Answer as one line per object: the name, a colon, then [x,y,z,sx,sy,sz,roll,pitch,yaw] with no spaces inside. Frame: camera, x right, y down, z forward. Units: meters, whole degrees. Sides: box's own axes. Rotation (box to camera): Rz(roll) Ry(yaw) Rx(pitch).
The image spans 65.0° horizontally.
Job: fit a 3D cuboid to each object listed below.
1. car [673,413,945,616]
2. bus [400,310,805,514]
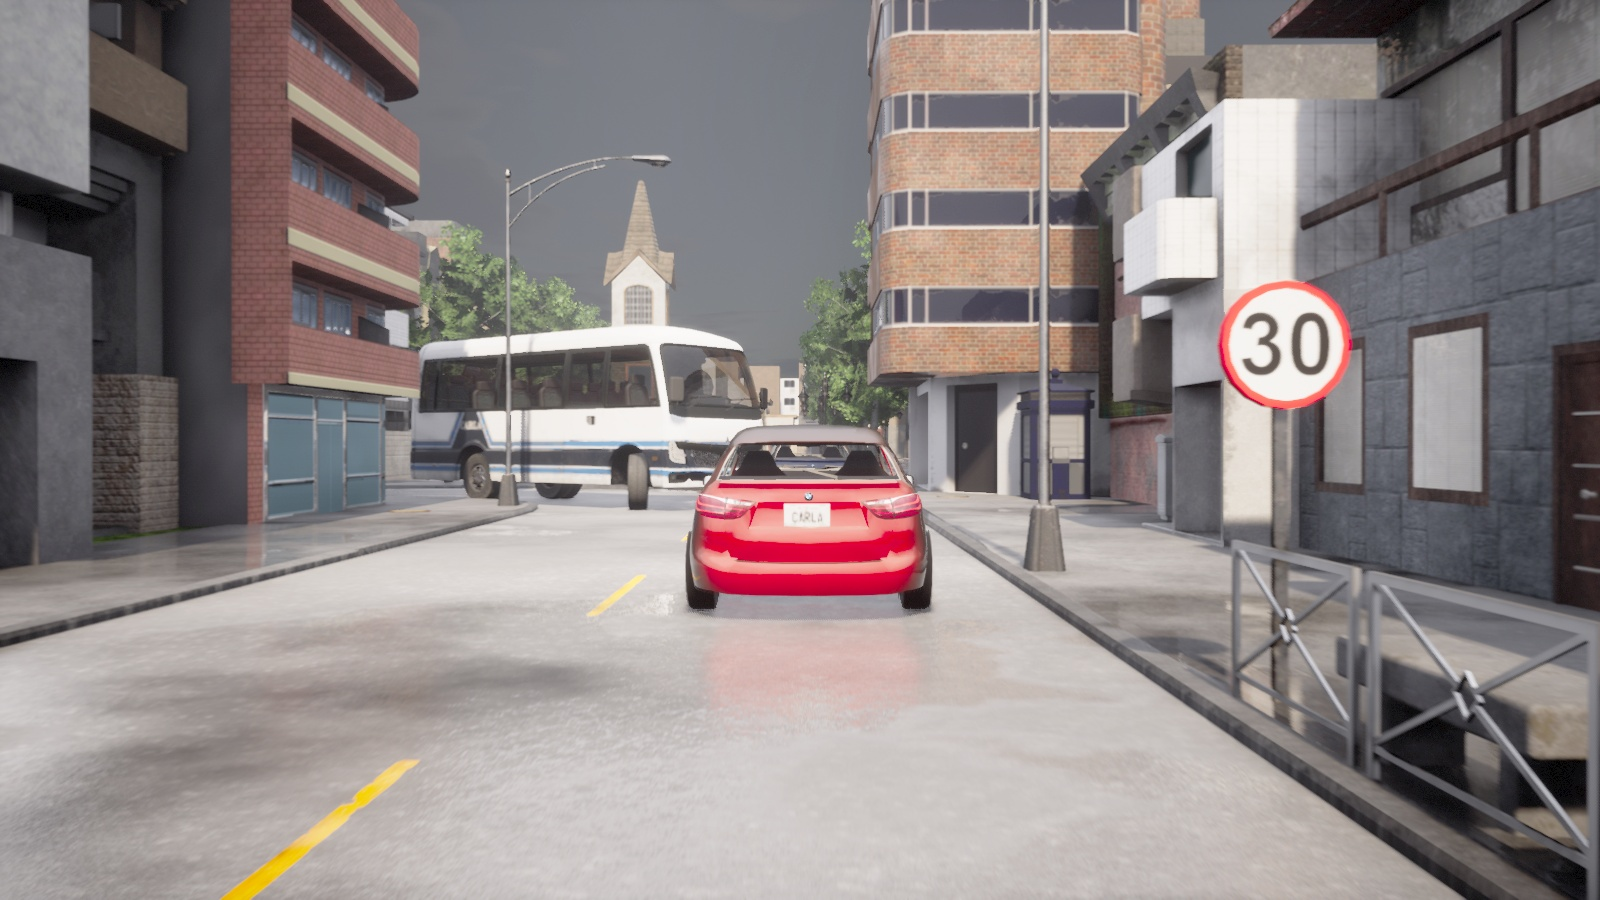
car: [0.086,0.519,12.670,2.242,1.667,4.611,0,0,0]
bus: [-5.132,-0.798,30.861,10.273,4.253,3.944,0,0,39]
